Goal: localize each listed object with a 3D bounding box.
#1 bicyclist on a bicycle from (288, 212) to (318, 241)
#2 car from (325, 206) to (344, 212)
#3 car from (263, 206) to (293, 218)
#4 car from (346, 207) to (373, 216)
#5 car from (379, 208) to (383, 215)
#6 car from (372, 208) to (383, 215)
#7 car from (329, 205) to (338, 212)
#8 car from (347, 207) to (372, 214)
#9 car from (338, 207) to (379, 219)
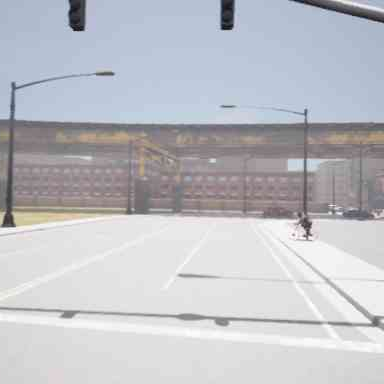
[{"bbox_3d":[6.234,1.965,18.721,1.656,1.620,0.582,1,-1,7],"label":"bicyclist on a bicycle"},{"bbox_3d":[37.522,4.535,87.715,4.974,1.542,2.038,2,-2,-32],"label":"car"},{"bbox_3d":[12.607,2.912,48.663,4.553,1.767,2.097,2,-2,-29],"label":"car"},{"bbox_3d":[34.706,4.000,69.070,2.038,1.542,4.974,2,-2,-22],"label":"car"},{"bbox_3d":[37.449,3.994,66.540,2.038,1.542,4.974,0,-2,38],"label":"car"},{"bbox_3d":[37.484,3.838,66.585,1.853,1.218,4.536,0,-2,38],"label":"car"},{"bbox_3d":[37.481,4.376,87.692,4.536,1.218,1.853,2,-2,-32],"label":"car"},{"bbox_3d":[34.690,3.844,69.122,1.853,1.218,4.536,2,-2,-22],"label":"car"},{"bbox_3d":[25.790,3.441,51.667,4.674,1.442,1.812,1,-2,0],"label":"car"}]
